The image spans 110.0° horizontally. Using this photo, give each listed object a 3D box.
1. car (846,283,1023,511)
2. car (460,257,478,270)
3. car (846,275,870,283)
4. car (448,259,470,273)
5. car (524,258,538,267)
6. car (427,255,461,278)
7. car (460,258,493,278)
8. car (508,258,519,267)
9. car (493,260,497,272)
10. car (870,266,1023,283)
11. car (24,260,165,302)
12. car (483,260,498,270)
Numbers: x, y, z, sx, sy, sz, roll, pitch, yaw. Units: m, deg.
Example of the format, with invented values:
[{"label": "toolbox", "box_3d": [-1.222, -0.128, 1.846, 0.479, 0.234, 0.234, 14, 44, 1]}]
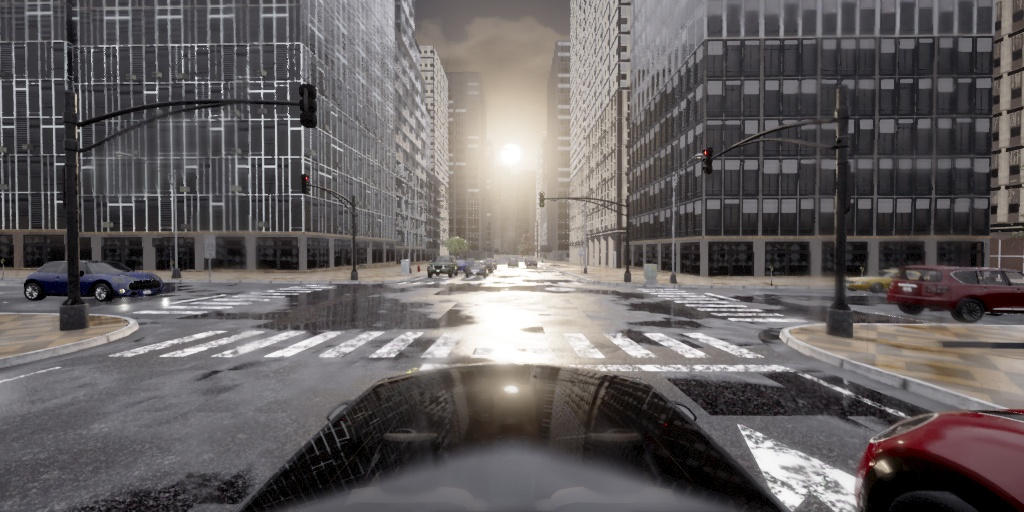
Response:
[{"label": "car", "box_3d": [3.253, 1.103, 0.394, 2.097, 1.767, 4.553, 0, 0, 0]}, {"label": "car", "box_3d": [-6.410, 1.065, 53.802, 2.097, 1.767, 4.553, 0, 0, 0]}, {"label": "car", "box_3d": [21.866, 1.409, 20.771, 4.829, 1.417, 1.751, 0, 0, 1]}, {"label": "car", "box_3d": [-6.453, 1.201, 44.134, 1.882, 1.535, 5.008, 0, 0, 0]}, {"label": "car", "box_3d": [3.464, 1.303, 63.364, 1.895, 1.301, 4.718, 0, 0, 0]}, {"label": "car", "box_3d": [-6.479, 0.954, 34.169, 2.150, 2.045, 5.566, 0, 0, 0]}, {"label": "car", "box_3d": [-3.238, 1.224, 33.926, 2.128, 1.511, 4.902, 0, 0, 1]}, {"label": "car", "box_3d": [0.214, 1.267, 63.346, 1.994, 1.385, 4.181, 0, 0, 0]}, {"label": "car", "box_3d": [-3.208, 1.325, 43.207, 1.895, 1.301, 4.718, 0, 0, 0]}, {"label": "car", "box_3d": [16.227, 1.281, 12.505, 5.009, 1.841, 2.192, 0, 0, 1]}, {"label": "car", "box_3d": [-18.148, 0.971, 15.731, 4.553, 1.767, 2.097, 1, 1, 3]}, {"label": "car", "box_3d": [-3.163, 1.261, 53.911, 2.033, 1.411, 5.357, 0, 0, 0]}]
